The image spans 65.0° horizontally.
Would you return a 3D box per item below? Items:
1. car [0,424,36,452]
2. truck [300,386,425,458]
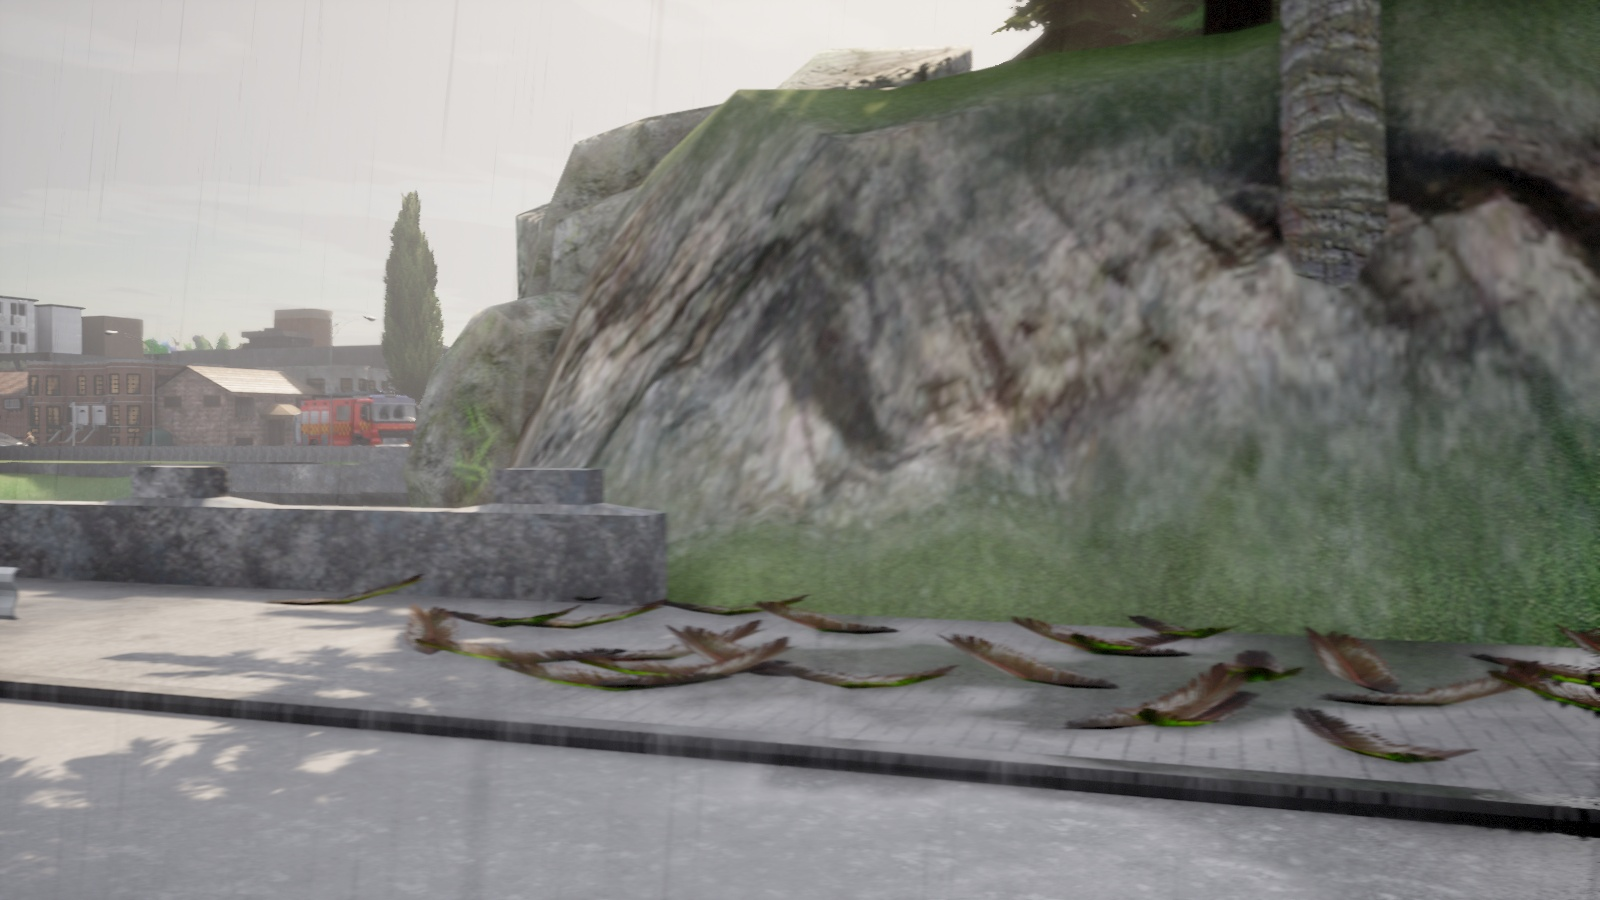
[{"bbox_3d":[-49.549,-0.747,76.903,4.611,1.667,2.242,1,1,19],"label":"car"},{"bbox_3d":[-24.736,-1.564,70.762,8.468,3.827,2.891,1,1,42],"label":"truck"}]
